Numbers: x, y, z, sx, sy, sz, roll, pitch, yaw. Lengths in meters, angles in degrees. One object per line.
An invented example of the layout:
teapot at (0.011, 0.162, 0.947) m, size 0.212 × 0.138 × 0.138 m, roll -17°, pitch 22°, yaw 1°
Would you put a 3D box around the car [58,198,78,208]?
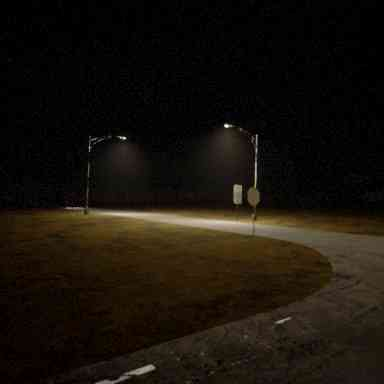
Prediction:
car at (-18.648, 1.604, 49.939) m, size 1.994 × 1.385 × 4.181 m, roll 3°, pitch -2°, yaw -36°
